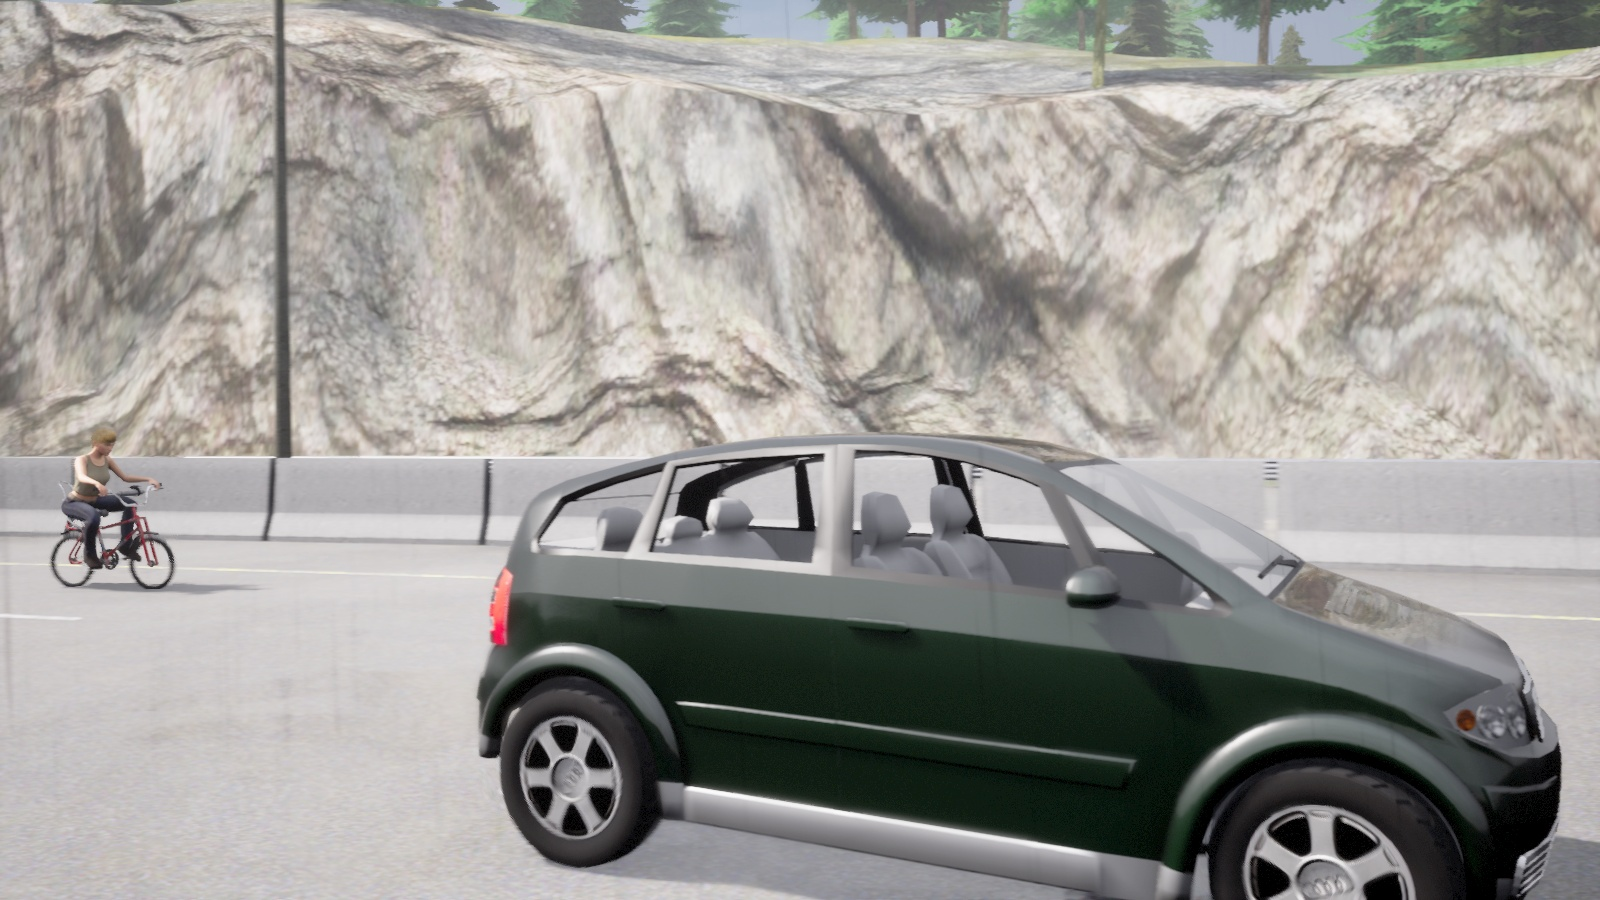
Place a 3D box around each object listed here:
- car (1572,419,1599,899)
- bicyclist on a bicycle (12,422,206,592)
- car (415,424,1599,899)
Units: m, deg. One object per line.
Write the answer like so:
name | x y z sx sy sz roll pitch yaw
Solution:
car | 4.330 0.751 1.653 5.366 1.575 1.801 1 1 18
bicyclist on a bicycle | -6.885 0.532 12.548 1.509 1.612 0.866 0 1 14
car | 0.641 0.726 4.647 3.705 1.549 1.789 2 1 26
